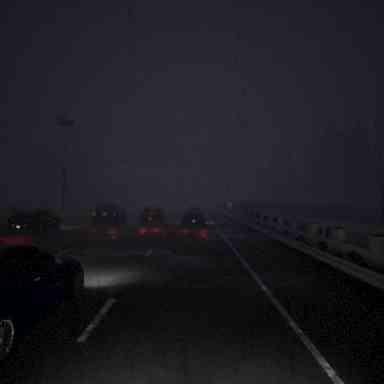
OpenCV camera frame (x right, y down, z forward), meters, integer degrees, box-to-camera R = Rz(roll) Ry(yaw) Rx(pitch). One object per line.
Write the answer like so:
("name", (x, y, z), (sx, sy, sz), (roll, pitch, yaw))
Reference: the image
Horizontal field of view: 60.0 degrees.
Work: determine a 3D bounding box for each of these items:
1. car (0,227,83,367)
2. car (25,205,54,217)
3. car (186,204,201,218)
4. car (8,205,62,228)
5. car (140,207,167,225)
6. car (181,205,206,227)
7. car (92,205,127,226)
("car", (-3.386, 1.602, 5.685), (1.812, 1.442, 4.674), (0, -1, 0))
("car", (-20.967, 2.562, 45.916), (1.812, 1.442, 4.674), (0, -2, 1))
("car", (0.165, 2.377, 42.575), (1.882, 1.535, 5.008), (0, -1, 0))
("car", (-10.363, 1.878, 22.290), (1.837, 1.490, 4.892), (0, -1, 0))
("car", (-3.353, 2.021, 29.260), (2.128, 1.511, 4.902), (0, -2, 0))
("car", (0.143, 1.978, 26.505), (1.812, 1.442, 4.674), (0, -1, 0))
("car", (-6.855, 1.858, 28.130), (2.097, 1.767, 4.553), (0, -2, 0))
